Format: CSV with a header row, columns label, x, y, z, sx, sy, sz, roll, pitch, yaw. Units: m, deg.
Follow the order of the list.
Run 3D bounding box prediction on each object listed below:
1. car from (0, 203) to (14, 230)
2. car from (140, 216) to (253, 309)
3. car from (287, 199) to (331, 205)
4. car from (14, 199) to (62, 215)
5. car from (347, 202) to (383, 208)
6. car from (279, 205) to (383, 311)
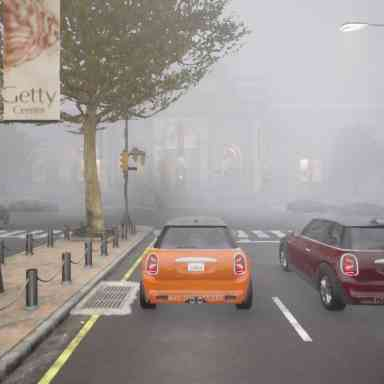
label,x,y,z,sx,sy,sz,roll,pitch,yaw
car,-12.682,1.477,20.828,1.882,1.535,5.008,1,0,-23
car,0.086,1.352,8.030,2.097,1.767,4.553,0,0,0
car,11.857,1.491,32.971,4.902,1.511,2.128,0,0,0
car,-15.580,1.492,33.120,4.902,1.511,2.128,0,0,0
car,15.303,1.564,29.454,4.181,1.385,1.994,0,0,0
car,3.585,1.352,7.933,2.097,1.767,4.553,0,0,0
